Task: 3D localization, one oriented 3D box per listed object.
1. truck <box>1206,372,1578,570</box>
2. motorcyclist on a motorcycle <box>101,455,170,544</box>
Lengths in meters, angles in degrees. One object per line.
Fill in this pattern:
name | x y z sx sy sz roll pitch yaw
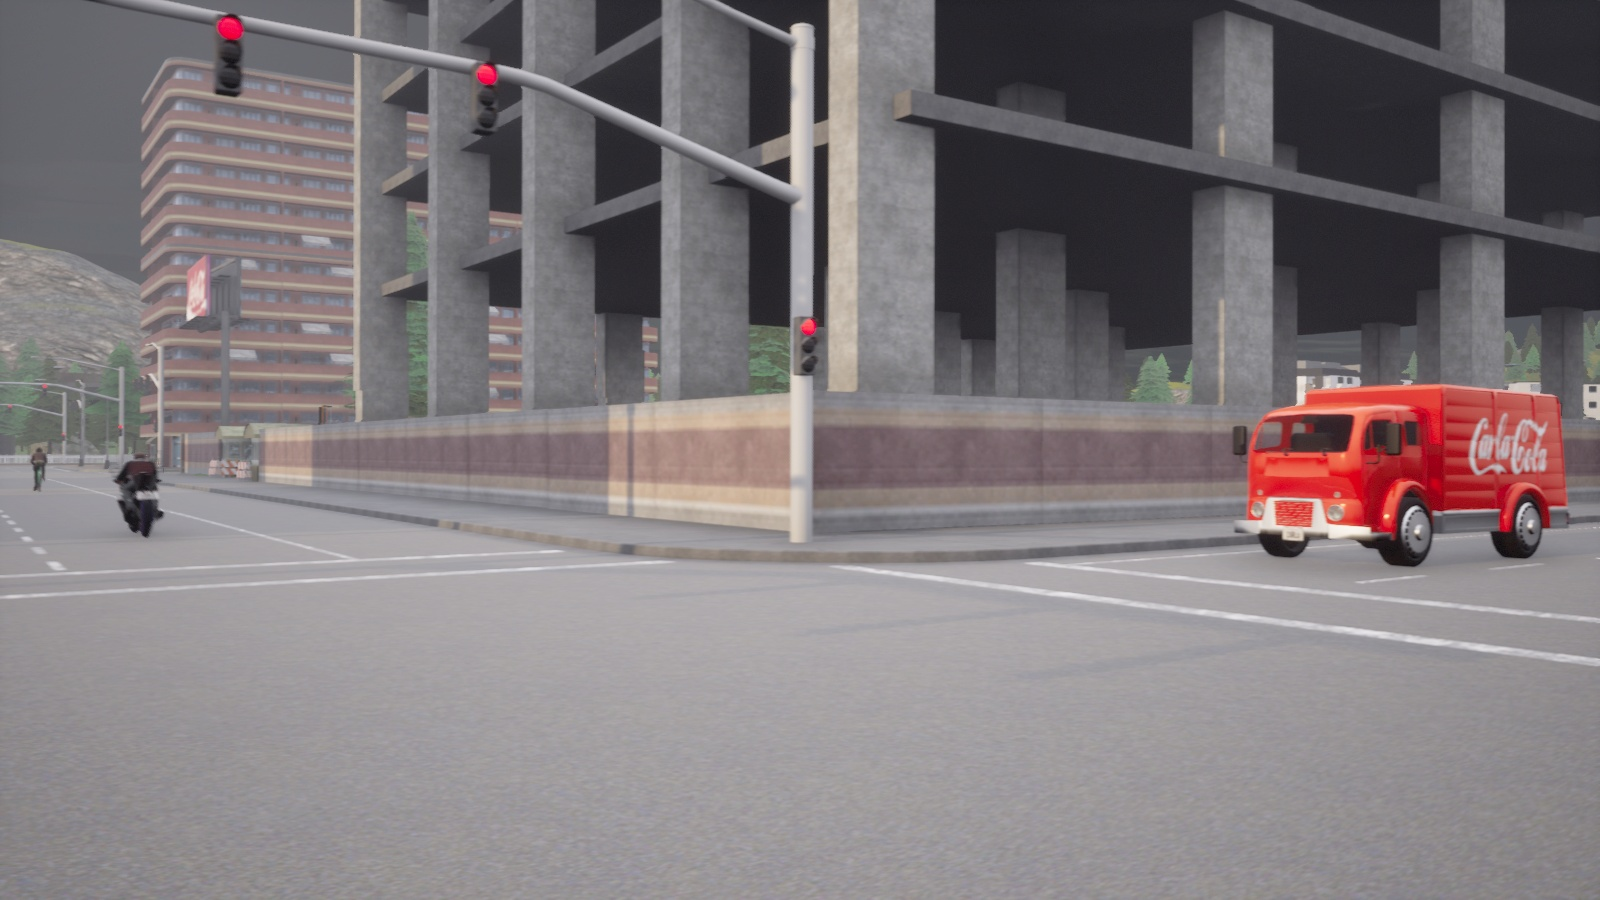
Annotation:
truck | 8.652 0.293 18.212 5.204 2.467 2.627 1 -1 -35
motorcyclist on a motorcycle | -12.034 0.861 22.714 0.866 1.530 2.191 0 0 -34
